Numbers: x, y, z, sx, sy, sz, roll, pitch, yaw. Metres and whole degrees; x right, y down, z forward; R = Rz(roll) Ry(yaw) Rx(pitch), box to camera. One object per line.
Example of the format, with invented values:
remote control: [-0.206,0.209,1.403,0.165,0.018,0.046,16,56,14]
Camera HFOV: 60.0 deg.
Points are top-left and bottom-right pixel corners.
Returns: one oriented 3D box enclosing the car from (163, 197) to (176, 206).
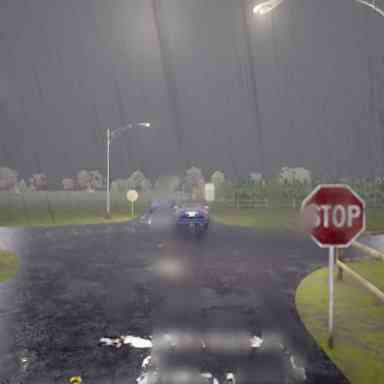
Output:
car: [-3.584,1.525,54.113,1.895,1.301,4.718,0,0,-1]

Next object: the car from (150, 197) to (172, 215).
car: [-3.174,1.436,34.045,1.882,1.535,5.008,0,0,-1]

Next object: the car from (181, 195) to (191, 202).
car: [-1.391,1.408,73.875,2.128,1.511,4.902,0,0,-2]

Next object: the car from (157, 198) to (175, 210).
car: [-3.367,1.489,44.003,2.033,1.411,5.357,0,0,-1]

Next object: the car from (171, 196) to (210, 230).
car: [-0.037,1.322,20.965,2.097,1.767,4.553,0,0,-1]
